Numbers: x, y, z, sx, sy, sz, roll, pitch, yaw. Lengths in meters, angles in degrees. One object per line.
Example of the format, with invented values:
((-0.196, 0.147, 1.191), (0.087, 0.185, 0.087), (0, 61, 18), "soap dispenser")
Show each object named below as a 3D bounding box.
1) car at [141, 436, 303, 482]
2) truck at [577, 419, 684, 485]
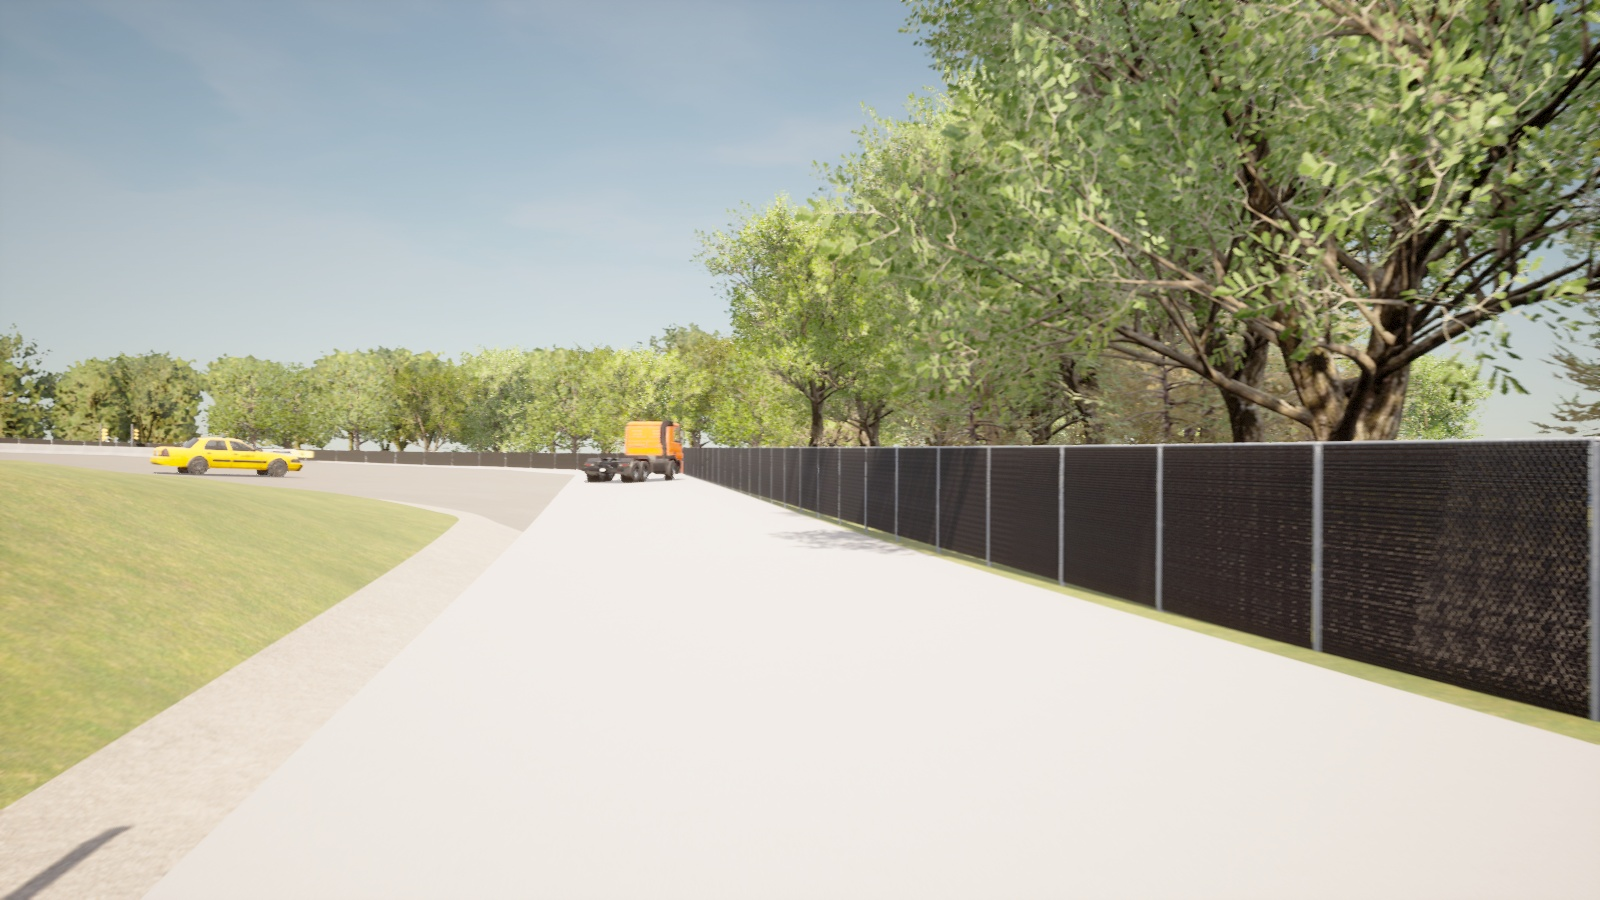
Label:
((-22.269, 0.366, 48.547), (5.366, 1.575, 1.801), (3, -1, -40), "car")
((-9.335, 0.101, 70.380), (2.891, 3.462, 7.936), (0, 0, 17), "truck")
